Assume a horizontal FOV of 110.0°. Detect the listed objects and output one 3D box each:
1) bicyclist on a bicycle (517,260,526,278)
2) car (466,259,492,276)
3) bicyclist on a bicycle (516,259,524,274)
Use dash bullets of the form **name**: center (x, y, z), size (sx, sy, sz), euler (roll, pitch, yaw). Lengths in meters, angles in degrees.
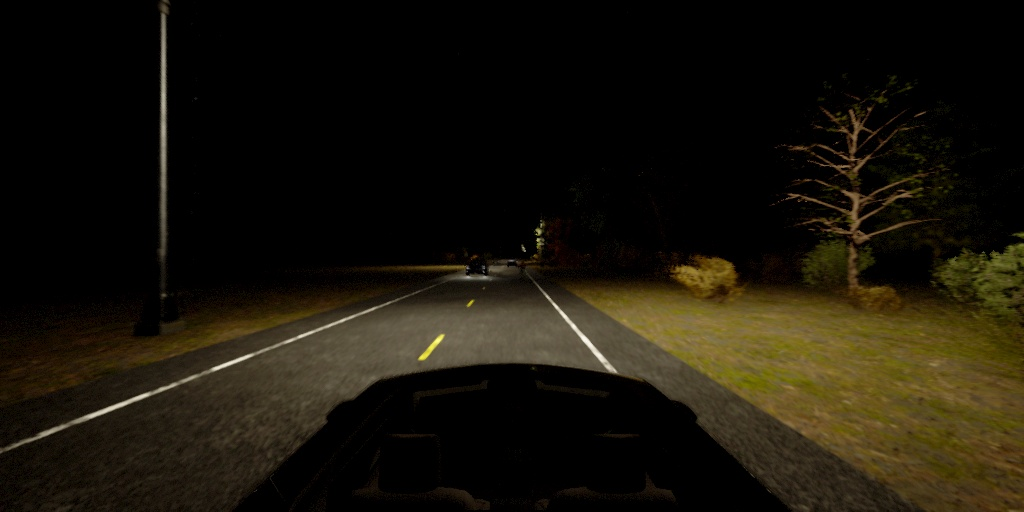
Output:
- **bicyclist on a bicycle**: center (0.957, 1.222, 31.038), size (0.582, 1.620, 1.656), euler (0, 0, 0)
- **car**: center (-3.583, 1.125, 37.554), size (2.097, 1.767, 4.553), euler (0, 0, 0)
- **bicyclist on a bicycle**: center (0.958, 1.211, 40.826), size (0.866, 1.612, 1.509), euler (0, 0, 0)
